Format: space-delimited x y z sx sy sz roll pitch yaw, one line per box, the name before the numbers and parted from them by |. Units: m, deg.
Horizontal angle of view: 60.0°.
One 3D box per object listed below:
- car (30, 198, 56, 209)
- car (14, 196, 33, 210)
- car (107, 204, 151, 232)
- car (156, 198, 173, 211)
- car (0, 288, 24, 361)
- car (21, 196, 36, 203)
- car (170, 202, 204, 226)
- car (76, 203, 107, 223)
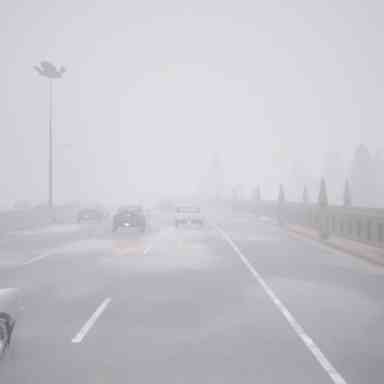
car | -17.589 1.682 39.871 1.895 1.301 4.718 0 0 -16
car | -23.156 1.664 45.839 2.033 1.411 5.357 0 0 -20
car | -3.672 1.524 20.475 1.837 1.490 4.892 0 0 -3
car | -3.288 1.569 40.970 1.837 1.490 4.892 0 0 -14
car | -3.400 1.601 2.758 1.895 1.301 4.718 0 0 0
car | -38.024 1.800 77.141 1.837 1.490 4.892 0 0 -42
car | -0.339 1.624 23.216 1.895 1.301 4.718 0 0 -4
car | -7.624 1.557 25.693 1.812 1.442 4.674 0 0 -6
